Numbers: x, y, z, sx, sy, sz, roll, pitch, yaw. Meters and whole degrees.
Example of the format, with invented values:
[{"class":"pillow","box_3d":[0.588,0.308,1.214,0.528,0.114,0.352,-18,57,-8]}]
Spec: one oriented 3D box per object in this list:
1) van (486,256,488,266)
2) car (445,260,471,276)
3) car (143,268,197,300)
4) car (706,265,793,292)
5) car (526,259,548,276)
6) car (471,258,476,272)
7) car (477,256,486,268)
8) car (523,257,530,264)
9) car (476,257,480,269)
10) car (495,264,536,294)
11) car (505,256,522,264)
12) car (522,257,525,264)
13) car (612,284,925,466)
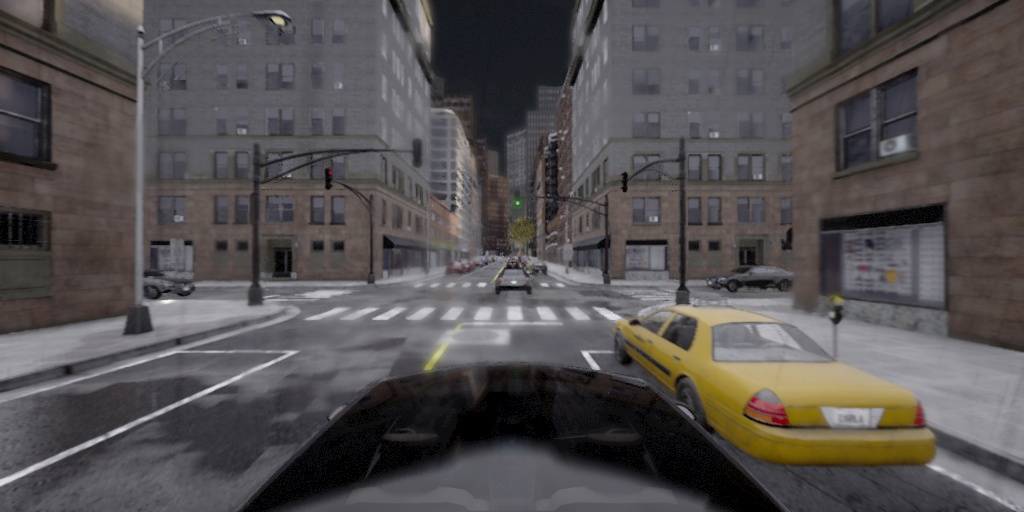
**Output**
[{"class":"van","box_3d":[-5.745,0.954,64.292,1.690,1.789,3.998,0,0,0]},{"class":"car","box_3d":[-5.752,1.259,37.173,1.888,1.381,4.507,0,0,0]},{"class":"car","box_3d":[-17.728,1.288,16.947,4.674,1.442,1.812,0,0,0]},{"class":"car","box_3d":[13.488,1.244,20.243,4.674,1.442,1.812,0,0,-1]},{"class":"car","box_3d":[2.773,1.264,37.164,2.007,1.370,4.403,0,0,0]},{"class":"car","box_3d":[-5.751,1.139,42.598,1.967,1.591,4.097,0,0,0]},{"class":"car","box_3d":[-5.746,1.077,58.869,1.967,1.591,4.097,0,0,0]},{"class":"car","box_3d":[2.776,1.205,48.181,1.751,1.417,4.829,0,0,0]},{"class":"car","box_3d":[-5.750,1.226,48.021,1.888,1.381,4.507,0,0,0]},{"class":"car","box_3d":[0.101,1.312,20.217,1.994,1.385,4.181,0,0,0]},{"class":"car","box_3d":[0.113,1.176,50.301,1.837,1.490,4.892,0,0,0]},{"class":"car","box_3d":[2.779,1.219,58.861,1.802,1.307,4.207,0,0,0]},{"class":"car","box_3d":[2.764,1.277,5.227,1.751,1.417,4.829,0,0,0]}]
